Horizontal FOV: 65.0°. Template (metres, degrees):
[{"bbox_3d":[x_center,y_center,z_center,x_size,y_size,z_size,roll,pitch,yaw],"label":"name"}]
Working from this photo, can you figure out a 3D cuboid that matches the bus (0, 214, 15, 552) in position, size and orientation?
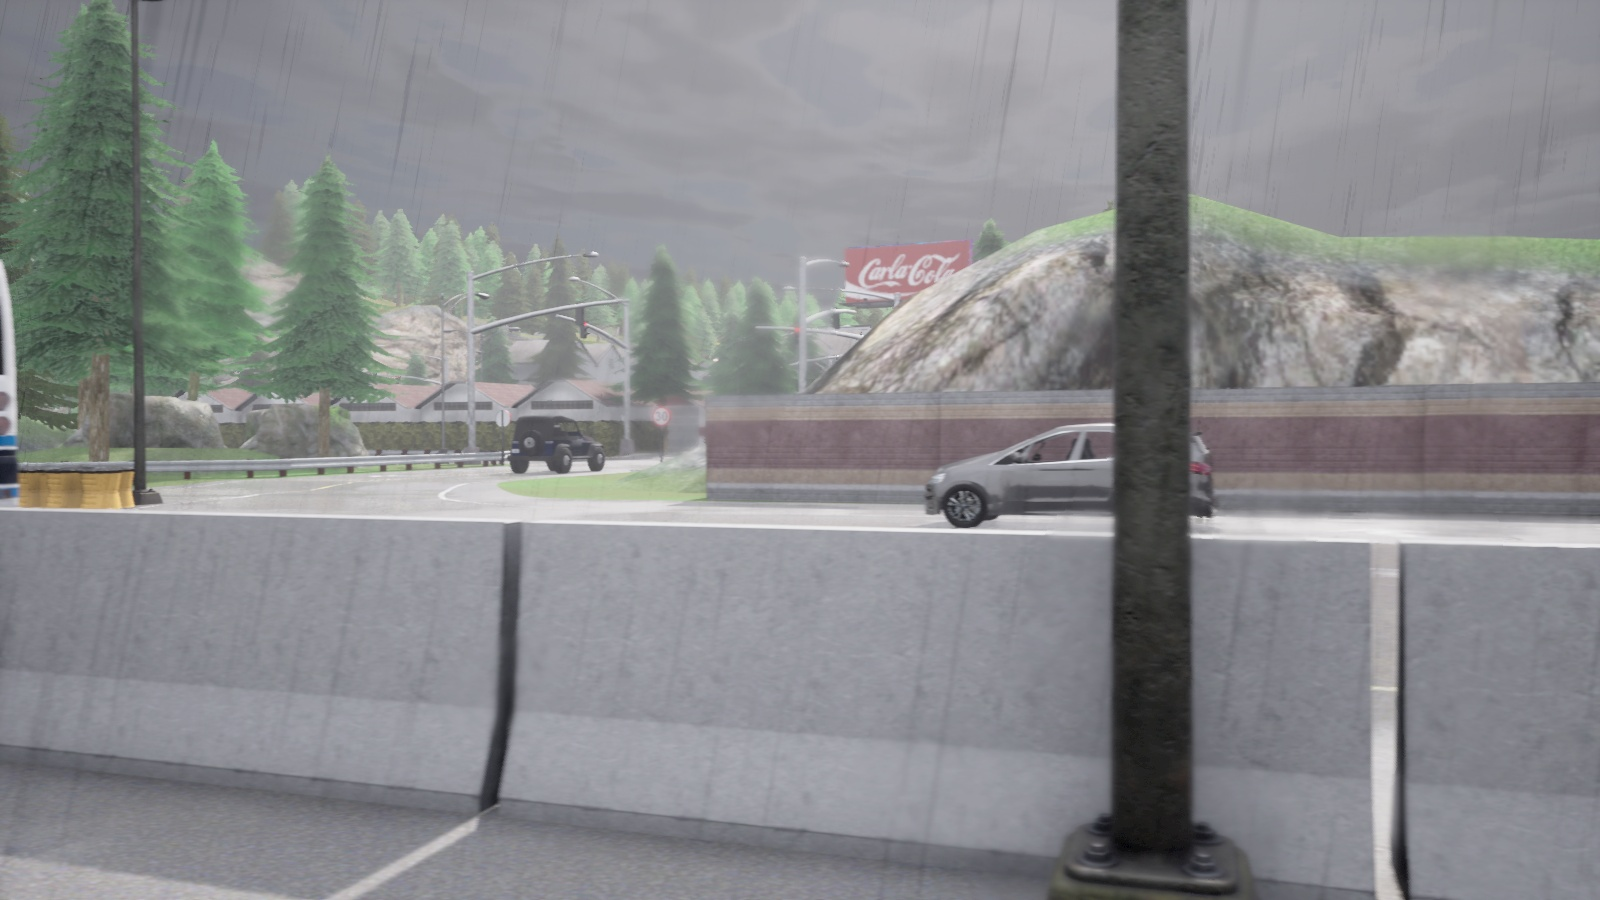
[{"bbox_3d":[-15.527,-0.861,15.784,10.273,4.253,3.944,1,1,19],"label":"bus"}]

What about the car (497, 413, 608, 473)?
[{"bbox_3d":[-8.090,-0.266,41.373,1.905,1.878,3.866,1,1,18],"label":"car"}]

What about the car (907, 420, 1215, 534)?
[{"bbox_3d":[4.247,0.363,20.227,4.611,1.667,2.242,1,1,18],"label":"car"}]
